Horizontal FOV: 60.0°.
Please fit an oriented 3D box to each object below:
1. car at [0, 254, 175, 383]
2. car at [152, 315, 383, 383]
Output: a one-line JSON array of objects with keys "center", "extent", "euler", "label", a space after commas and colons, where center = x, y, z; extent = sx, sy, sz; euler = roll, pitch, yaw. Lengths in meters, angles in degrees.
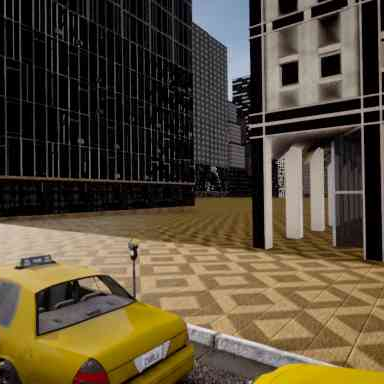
[{"center": [-2.256, 1.527, 4.487], "extent": [4.829, 1.417, 1.752], "euler": [0, -1, 35], "label": "car"}, {"center": [2.247, 1.525, 1.291], "extent": [4.829, 1.417, 1.752], "euler": [0, -1, 35], "label": "car"}]
